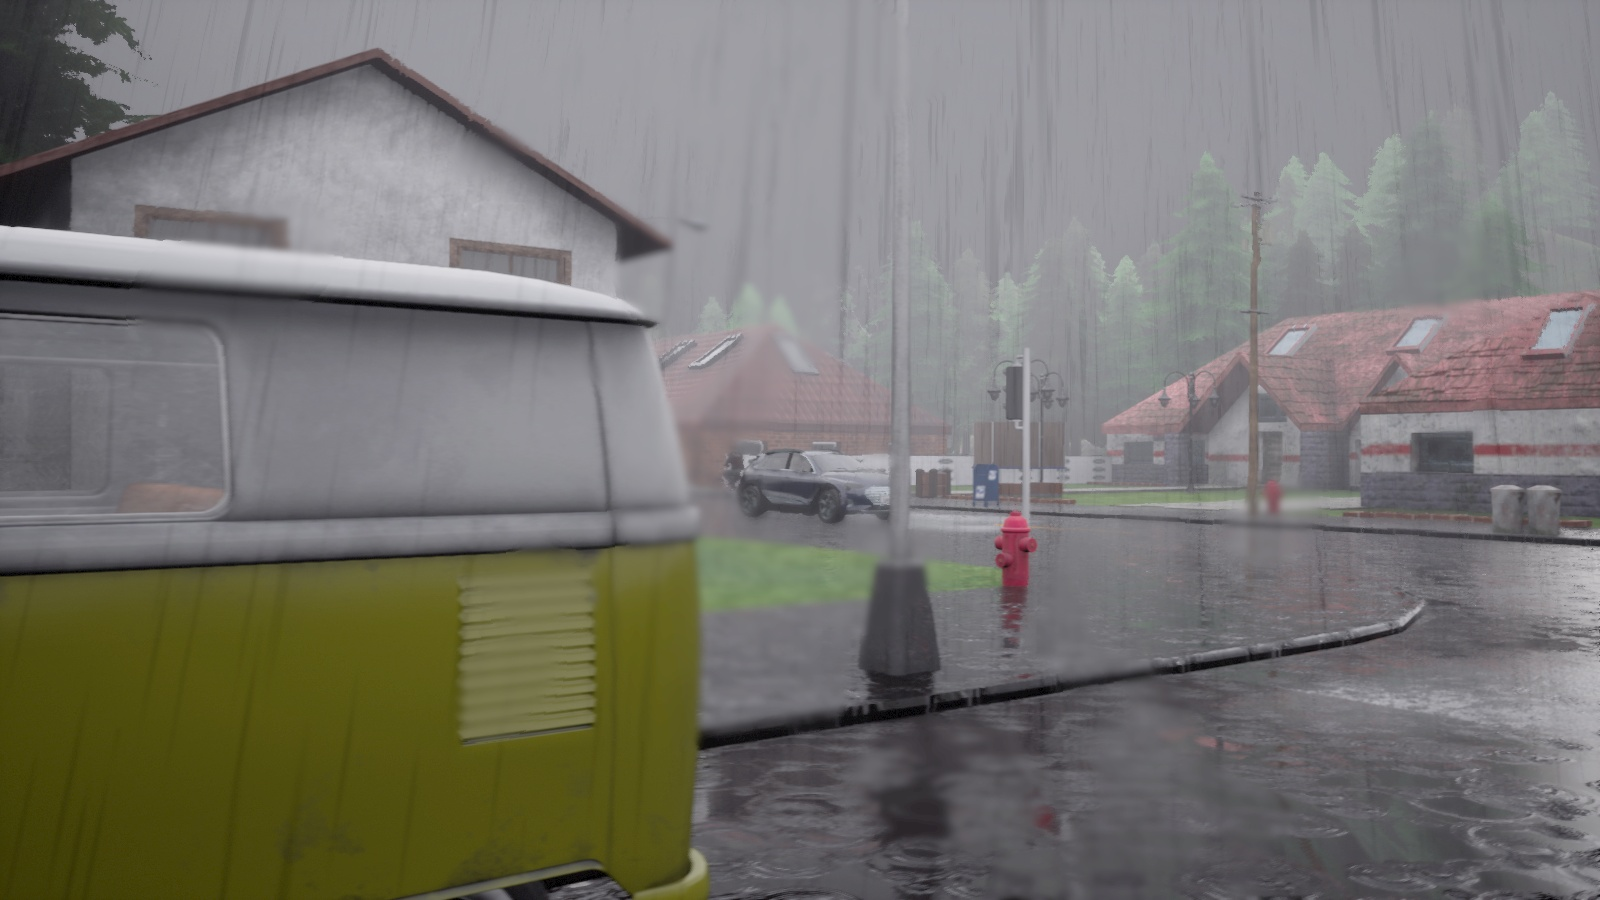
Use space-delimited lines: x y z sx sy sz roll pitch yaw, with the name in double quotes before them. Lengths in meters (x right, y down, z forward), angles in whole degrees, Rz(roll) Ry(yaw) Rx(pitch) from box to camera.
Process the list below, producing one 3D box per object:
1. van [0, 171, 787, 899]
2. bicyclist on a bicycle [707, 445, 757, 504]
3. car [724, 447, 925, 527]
"van" -2.350 0.508 2.595 4.442 1.987 1.775 0 0 -36
"bicyclist on a bicycle" -2.107 0.751 38.860 0.659 1.776 1.843 0 0 -36
"car" 0.452 0.773 28.507 2.033 1.649 4.856 0 0 -36
